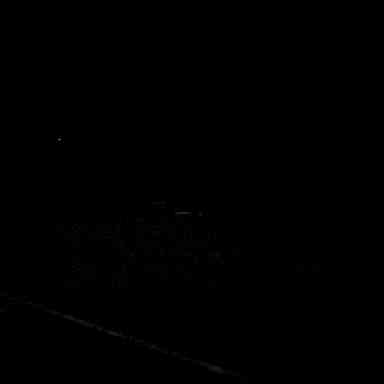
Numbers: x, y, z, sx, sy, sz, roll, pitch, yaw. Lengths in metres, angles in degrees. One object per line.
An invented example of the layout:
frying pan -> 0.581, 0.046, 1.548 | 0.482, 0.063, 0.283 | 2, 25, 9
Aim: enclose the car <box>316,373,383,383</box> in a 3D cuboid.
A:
car -> 2.427, 1.569, 1.232 | 4.206, 1.307, 1.802 | -1, 0, 36
